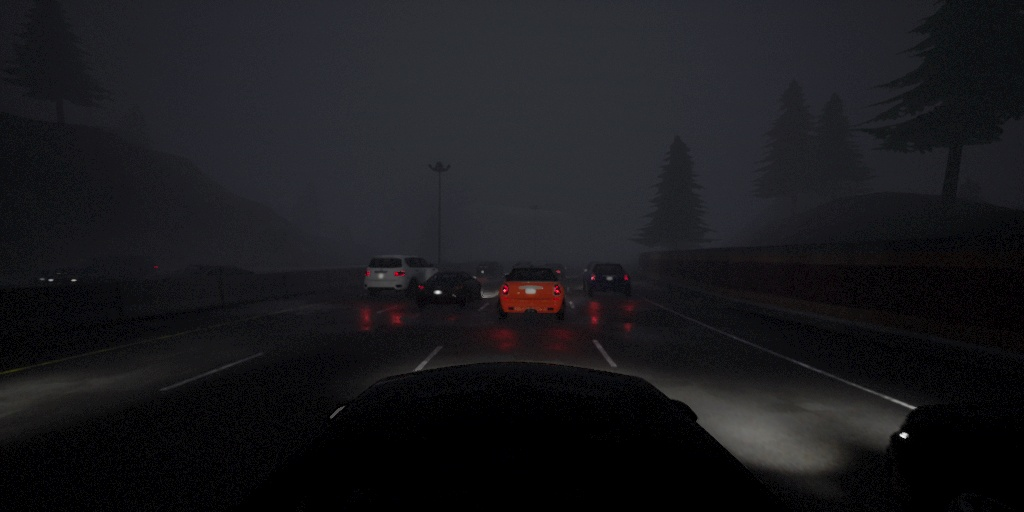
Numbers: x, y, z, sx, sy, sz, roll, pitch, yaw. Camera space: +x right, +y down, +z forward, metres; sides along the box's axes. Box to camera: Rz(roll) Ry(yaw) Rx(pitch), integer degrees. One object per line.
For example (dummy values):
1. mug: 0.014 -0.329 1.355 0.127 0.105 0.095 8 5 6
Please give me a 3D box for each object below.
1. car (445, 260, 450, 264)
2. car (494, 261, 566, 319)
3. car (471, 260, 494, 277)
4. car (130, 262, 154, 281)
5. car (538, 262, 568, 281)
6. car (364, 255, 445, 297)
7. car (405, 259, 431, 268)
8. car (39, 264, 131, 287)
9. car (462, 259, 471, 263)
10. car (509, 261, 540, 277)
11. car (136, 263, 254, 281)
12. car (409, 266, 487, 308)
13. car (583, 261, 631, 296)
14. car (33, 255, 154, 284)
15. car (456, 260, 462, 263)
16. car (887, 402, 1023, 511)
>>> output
1. car: -12.554 1.259 61.283 1.882 1.535 5.008 0 0 23
2. car: 0.756 1.110 13.048 2.097 1.767 4.553 0 0 5
3. car: -2.200 1.277 36.627 1.837 1.490 4.892 0 0 14
4. car: -19.533 1.239 22.067 2.128 1.511 4.902 0 0 8
5. car: 3.678 1.322 31.470 2.033 1.411 5.357 0 0 13
6. car: -5.640 0.979 19.091 2.150 2.045 5.566 0 0 8
7. car: -16.103 1.283 61.862 1.837 1.490 4.892 0 0 22
8. car: -23.253 1.345 20.881 1.895 1.301 4.718 0 0 8
9. car: -5.941 1.349 58.983 1.994 1.385 4.181 0 0 22
10. car: 1.390 1.267 36.525 2.128 1.511 4.902 0 0 15
11. car: -16.367 1.240 19.302 2.128 1.511 4.902 0 0 7
12. car: -2.544 1.321 15.318 1.994 1.385 4.181 0 0 6
13. car: 5.041 1.119 19.539 2.097 1.767 4.553 0 0 8
14. car: -26.458 0.963 23.212 2.150 2.045 5.566 0 0 8
15. car: -8.363 1.312 62.276 1.812 1.442 4.674 0 0 23
16. car: 3.660 1.258 0.549 1.837 1.490 4.892 0 0 0
